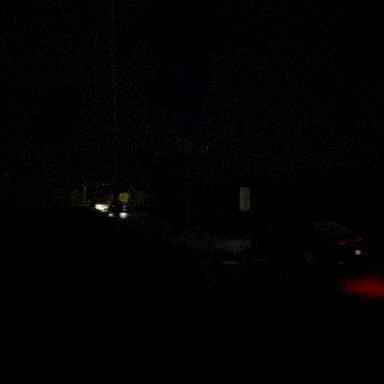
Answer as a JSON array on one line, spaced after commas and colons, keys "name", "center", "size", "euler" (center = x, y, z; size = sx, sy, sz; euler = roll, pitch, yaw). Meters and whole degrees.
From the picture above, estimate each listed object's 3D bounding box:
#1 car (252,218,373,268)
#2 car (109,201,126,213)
[{"name": "car", "center": [4.085, 1.696, 12.282], "size": [1.882, 1.535, 5.008], "euler": [-2, 0, -22]}, {"name": "car", "center": [-11.171, 2.148, 49.761], "size": [2.097, 1.767, 4.553], "euler": [1, -1, -19]}]
